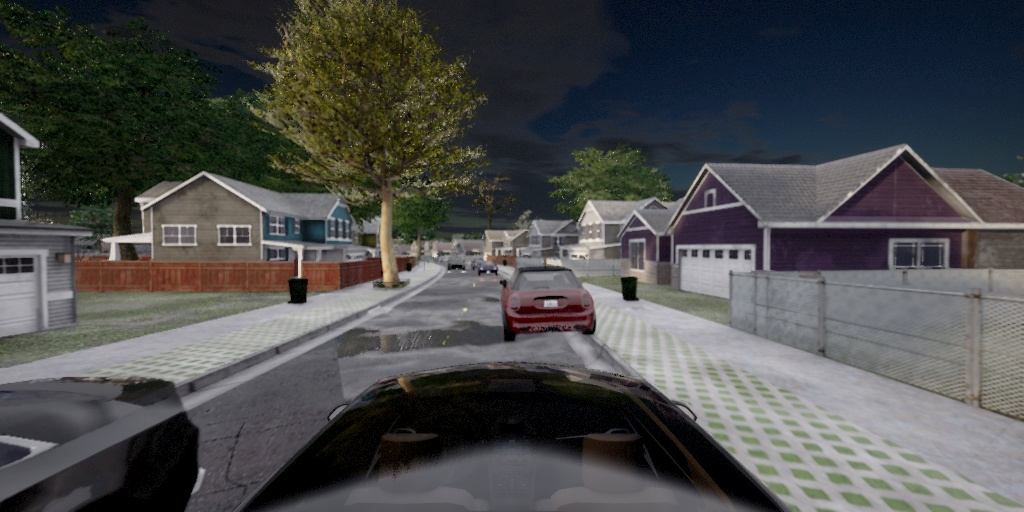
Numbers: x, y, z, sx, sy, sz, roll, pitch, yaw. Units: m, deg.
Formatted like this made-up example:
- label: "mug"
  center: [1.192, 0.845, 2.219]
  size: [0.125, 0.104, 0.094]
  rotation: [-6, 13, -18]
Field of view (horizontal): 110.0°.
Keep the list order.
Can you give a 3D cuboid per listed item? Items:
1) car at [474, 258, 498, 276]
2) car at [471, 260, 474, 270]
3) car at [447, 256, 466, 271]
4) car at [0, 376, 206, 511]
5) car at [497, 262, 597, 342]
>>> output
- label: "car"
  center: [-2.401, 1.143, 34.530]
  size: [1.895, 1.301, 4.718]
  rotation: [0, 0, -7]
- label: "car"
  center: [-4.237, 1.020, 45.971]
  size: [2.033, 1.411, 5.357]
  rotation: [0, 0, -11]
- label: "car"
  center: [-6.589, 0.855, 42.597]
  size: [2.097, 1.767, 4.553]
  rotation: [0, 0, -10]
- label: "car"
  center: [-2.901, 1.252, 0.233]
  size: [2.128, 1.511, 4.902]
  rotation: [0, 0, 0]
- label: "car"
  center: [0.754, 1.021, 9.832]
  size: [2.097, 1.767, 4.553]
  rotation: [-2, 0, -2]
